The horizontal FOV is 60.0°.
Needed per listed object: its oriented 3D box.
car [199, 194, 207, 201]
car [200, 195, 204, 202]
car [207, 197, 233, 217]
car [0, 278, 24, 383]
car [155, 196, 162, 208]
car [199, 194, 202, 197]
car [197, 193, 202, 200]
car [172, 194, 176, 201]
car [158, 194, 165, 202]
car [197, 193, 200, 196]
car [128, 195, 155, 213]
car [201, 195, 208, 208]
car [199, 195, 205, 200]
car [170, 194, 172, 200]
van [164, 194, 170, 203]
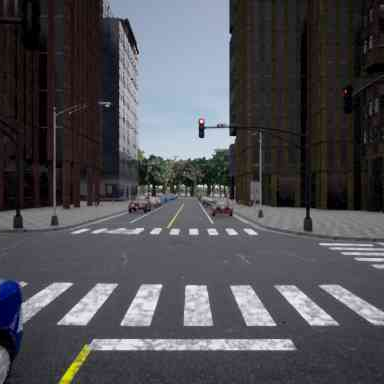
[{"bbox_3d":[2.747,1.556,58.971,1.887,1.381,4.507,0,0,0],"label":"car"},{"bbox_3d":[2.748,1.553,53.533,1.887,1.381,4.507,0,0,0],"label":"car"},{"bbox_3d":[2.754,1.442,31.783,1.967,1.590,4.097,0,0,0],"label":"car"},{"bbox_3d":[-3.001,1.478,2.052,1.882,1.535,5.008,0,0,0],"label":"car"},{"bbox_3d":[-5.776,1.589,48.093,1.802,1.307,4.206,0,0,0],"label":"car"},{"bbox_3d":[2.745,1.539,64.578,1.752,1.417,4.829,0,0,0],"label":"car"},{"bbox_3d":[2.742,1.545,75.453,1.752,1.417,4.829,0,0,0],"label":"car"},{"bbox_3d":[-5.786,1.592,86.156,1.947,1.339,4.313,0,0,0],"label":"car"},{"bbox_3d":[-5.777,1.534,53.361,1.752,1.417,4.829,0,0,0],"label":"car"},{"bbox_3d":[2.740,1.337,80.721,2.192,1.841,5.009,0,0,0],"label":"car"},{"bbox_3d":[-5.773,1.319,37.218,2.192,1.841,5.009,0,0,0],"label":"car"},{"bbox_3d":[2.750,1.558,48.095,2.008,1.369,4.403,0,0,0],"label":"car"},{"bbox_3d":[2.738,1.556,91.766,1.752,1.417,4.829,0,0,0],"label":"car"},{"bbox_3d":[-5.782,1.567,69.844,2.008,1.369,4.403,0,0,0],"label":"car"},{"bbox_3d":[-5.780,1.355,64.406,1.690,1.788,3.998,0,0,0],"label":"van"}]
